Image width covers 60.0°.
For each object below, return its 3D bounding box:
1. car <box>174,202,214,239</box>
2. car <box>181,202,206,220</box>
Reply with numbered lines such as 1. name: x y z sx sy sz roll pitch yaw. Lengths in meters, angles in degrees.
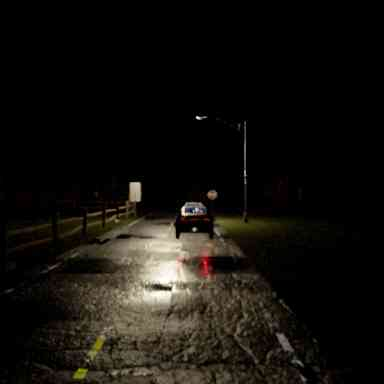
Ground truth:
1. car: 0.108 1.454 17.257 2.128 1.511 4.902 0 0 0
2. car: 0.122 1.537 28.293 1.895 1.301 4.718 0 0 0
